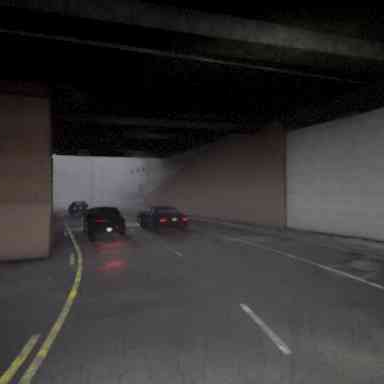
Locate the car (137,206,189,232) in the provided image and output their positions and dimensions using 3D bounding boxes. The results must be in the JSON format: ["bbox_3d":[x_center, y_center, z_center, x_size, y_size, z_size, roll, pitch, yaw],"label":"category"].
[{"bbox_3d":[-1.898,1.557,20.341,2.033,1.411,5.357,-1,0,-22],"label":"car"}]

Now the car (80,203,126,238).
[{"bbox_3d":[-4.836,1.546,18.136,1.837,1.490,4.892,0,0,-22],"label":"car"}]

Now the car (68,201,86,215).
[{"bbox_3d":[-11.871,1.654,35.010,2.033,1.411,5.357,-1,0,-23],"label":"car"}]
